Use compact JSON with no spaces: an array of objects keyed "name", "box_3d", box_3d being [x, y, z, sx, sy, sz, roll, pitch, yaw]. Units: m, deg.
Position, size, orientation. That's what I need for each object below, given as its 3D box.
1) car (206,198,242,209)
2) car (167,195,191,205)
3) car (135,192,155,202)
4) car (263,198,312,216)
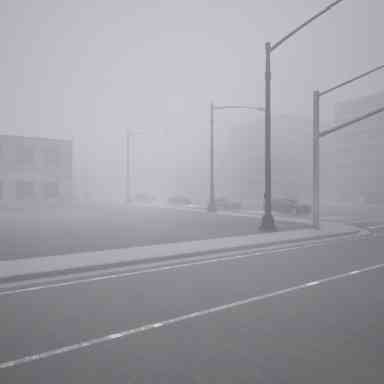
[{"name":"car","box_3d":[3.765,1.332,39.672,1.895,1.301,4.718,0,1,-34]},{"name":"car","box_3d":[-1.891,1.120,47.938,1.994,1.385,4.181,0,1,-34]},{"name":"car","box_3d":[-8.131,0.848,57.114,2.128,1.511,4.902,0,1,-34]},{"name":"car","box_3d":[9.063,1.345,31.978,1.882,1.535,5.008,0,1,-35]}]
